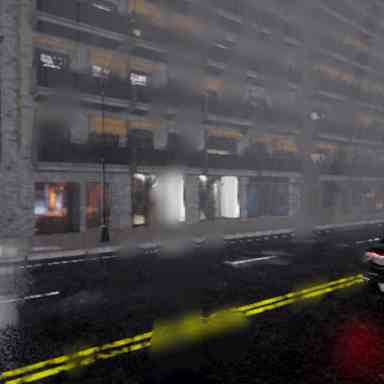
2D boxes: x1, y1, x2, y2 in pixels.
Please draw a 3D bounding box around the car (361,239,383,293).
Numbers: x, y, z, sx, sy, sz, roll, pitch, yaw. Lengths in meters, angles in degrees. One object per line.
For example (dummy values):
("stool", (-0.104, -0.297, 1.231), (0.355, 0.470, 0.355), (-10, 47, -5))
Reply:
("car", (5.838, 1.493, 7.644), (4.902, 1.511, 2.128), (0, 0, -35))
